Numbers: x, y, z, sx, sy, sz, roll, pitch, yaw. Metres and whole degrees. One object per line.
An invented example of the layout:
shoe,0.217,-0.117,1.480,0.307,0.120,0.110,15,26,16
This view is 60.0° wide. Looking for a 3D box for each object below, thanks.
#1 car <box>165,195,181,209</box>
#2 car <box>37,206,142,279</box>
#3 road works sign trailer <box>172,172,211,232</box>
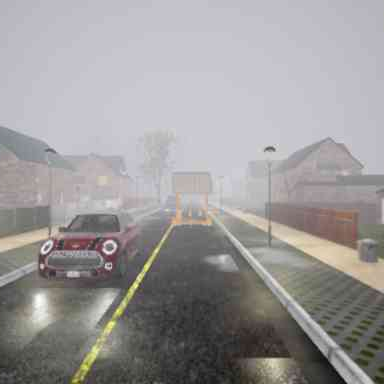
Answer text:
car,-2.839,1.502,50.601,2.150,2.045,5.566,0,-1,0
car,-2.853,1.382,10.224,2.097,1.767,4.553,0,0,0
road works sign trailer,-0.005,0.533,20.614,2.380,3.560,2.880,0,0,0
